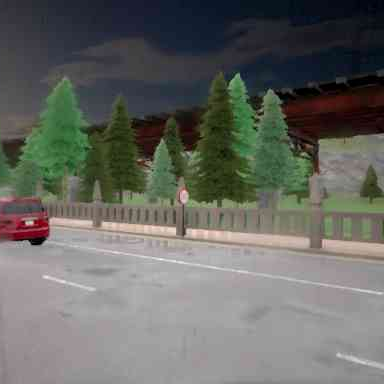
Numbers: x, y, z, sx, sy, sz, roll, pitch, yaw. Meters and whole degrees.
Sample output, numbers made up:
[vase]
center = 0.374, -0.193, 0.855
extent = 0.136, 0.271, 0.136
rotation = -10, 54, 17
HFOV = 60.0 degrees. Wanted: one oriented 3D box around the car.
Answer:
[car]
center = -8.293, 1.255, 14.084
extent = 5.566, 2.045, 2.150
rotation = 0, 0, 36
